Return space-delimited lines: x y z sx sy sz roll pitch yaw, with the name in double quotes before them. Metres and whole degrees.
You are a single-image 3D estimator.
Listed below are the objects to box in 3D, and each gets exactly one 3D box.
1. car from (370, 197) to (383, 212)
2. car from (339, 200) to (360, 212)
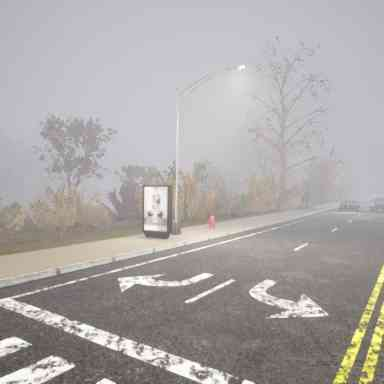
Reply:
"car" 21.590 1.393 37.996 2.097 1.767 4.553 0 0 31
"car" 18.778 1.602 39.625 1.994 1.385 4.181 0 0 31
